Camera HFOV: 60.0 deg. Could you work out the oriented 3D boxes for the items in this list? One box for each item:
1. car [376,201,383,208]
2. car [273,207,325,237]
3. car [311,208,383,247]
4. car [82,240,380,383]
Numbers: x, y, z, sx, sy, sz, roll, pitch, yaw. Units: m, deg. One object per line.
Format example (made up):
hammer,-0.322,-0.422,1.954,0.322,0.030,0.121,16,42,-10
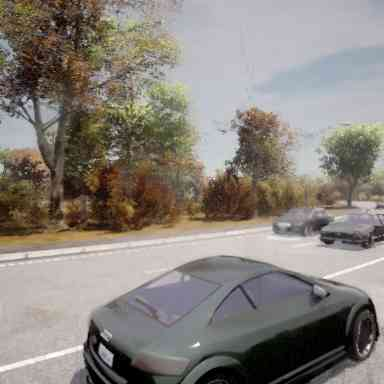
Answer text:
car,29.509,1.974,51.155,1.895,1.301,4.718,0,0,26
car,6.437,1.624,18.924,4.902,1.511,2.128,0,0,-45
car,7.879,1.666,15.383,5.357,1.411,2.033,0,0,-43
car,0.741,1.596,4.515,4.181,1.385,1.994,0,0,-37
